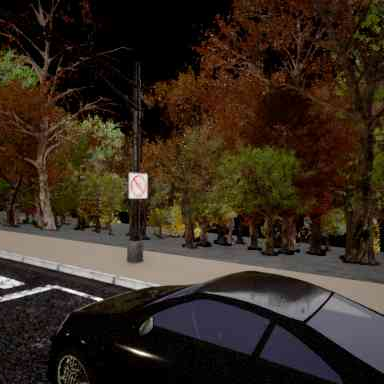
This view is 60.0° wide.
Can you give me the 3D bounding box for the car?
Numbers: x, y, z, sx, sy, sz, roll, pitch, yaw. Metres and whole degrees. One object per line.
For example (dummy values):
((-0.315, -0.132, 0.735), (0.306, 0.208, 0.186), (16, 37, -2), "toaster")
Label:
((0.397, 1.564, 3.404), (4.181, 1.385, 1.994), (0, 0, 36), "car")
